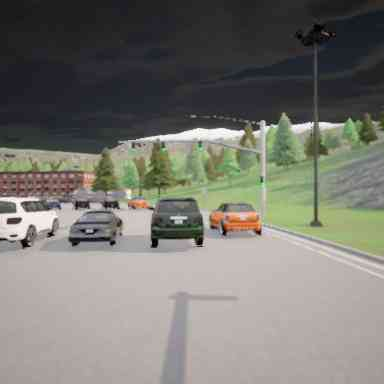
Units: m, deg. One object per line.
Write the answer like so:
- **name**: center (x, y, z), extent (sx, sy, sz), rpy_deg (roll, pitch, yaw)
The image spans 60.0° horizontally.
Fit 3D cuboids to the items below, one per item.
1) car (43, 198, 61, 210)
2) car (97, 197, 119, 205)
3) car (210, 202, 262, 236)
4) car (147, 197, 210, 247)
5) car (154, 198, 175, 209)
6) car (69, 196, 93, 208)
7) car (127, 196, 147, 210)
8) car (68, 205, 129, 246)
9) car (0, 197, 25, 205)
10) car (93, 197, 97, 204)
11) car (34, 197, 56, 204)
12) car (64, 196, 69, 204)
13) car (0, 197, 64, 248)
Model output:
- **car**: center (-19.437, 1.623, 46.175), extent (1.812, 1.442, 4.674), rpy_deg (0, 0, -29)
- **car**: center (-11.183, 1.535, 45.112), extent (1.882, 1.535, 5.008), rpy_deg (0, 0, -23)
- **car**: center (2.286, 1.342, 18.651), extent (2.097, 1.767, 4.553), rpy_deg (0, 0, -7)
- **car**: center (-0.787, 1.226, 15.238), extent (2.150, 2.045, 5.566), rpy_deg (0, 0, -6)
- **car**: center (-3.863, 1.547, 46.168), extent (1.812, 1.442, 4.674), rpy_deg (0, 0, -20)
- **car**: center (-15.411, 1.555, 46.013), extent (1.882, 1.535, 5.008), rpy_deg (0, 0, -26)
- **car**: center (-7.394, 1.391, 44.965), extent (2.097, 1.767, 4.553), rpy_deg (0, 0, -21)
- **car**: center (-4.296, 1.569, 15.482), extent (2.033, 1.411, 5.357), rpy_deg (0, 0, -7)
- **car**: center (-35.268, 1.699, 65.417), extent (4.674, 1.442, 1.812), rpy_deg (0, 0, 24)
- **car**: center (-20.178, 1.655, 68.315), extent (4.181, 1.385, 1.994), rpy_deg (0, 0, 38)
- **car**: center (-29.152, 1.698, 66.096), extent (4.181, 1.385, 1.994), rpy_deg (0, 0, 31)
- **car**: center (-25.588, 1.654, 67.957), extent (4.902, 1.511, 2.128), rpy_deg (0, 0, 31)
- **car**: center (-7.793, 1.260, 14.989), extent (2.150, 2.045, 5.566), rpy_deg (0, 0, -6)
